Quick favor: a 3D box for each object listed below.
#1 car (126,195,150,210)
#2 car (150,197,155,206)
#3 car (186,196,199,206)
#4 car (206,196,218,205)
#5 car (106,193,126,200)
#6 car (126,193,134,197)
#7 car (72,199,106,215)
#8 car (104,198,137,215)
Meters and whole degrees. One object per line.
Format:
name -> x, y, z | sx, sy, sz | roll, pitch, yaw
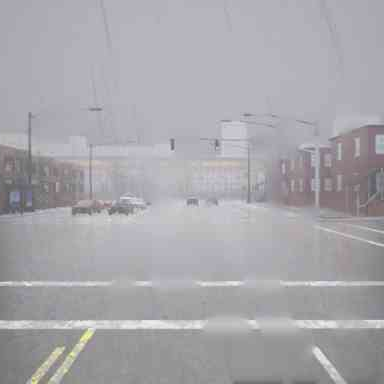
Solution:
car -> -7.104, 1.530, 43.625 | 1.812, 1.442, 4.674 | 0, 0, 0
car -> -7.097, 1.553, 53.906 | 2.033, 1.411, 5.357 | 0, 0, 1
car -> 0.081, 1.483, 56.334 | 1.882, 1.535, 5.008 | 0, 0, 0
car -> 3.477, 1.511, 58.449 | 1.837, 1.490, 4.892 | 0, 0, 0
car -> -10.609, 1.357, 44.018 | 2.097, 1.767, 4.553 | 0, 0, 0
car -> -10.604, 1.227, 54.575 | 2.150, 2.045, 5.566 | 0, 0, -1
car -> -10.611, 1.481, 33.852 | 1.882, 1.535, 5.008 | 0, 0, 0
car -> -7.109, 1.604, 33.626 | 1.895, 1.301, 4.718 | 0, 0, 0
